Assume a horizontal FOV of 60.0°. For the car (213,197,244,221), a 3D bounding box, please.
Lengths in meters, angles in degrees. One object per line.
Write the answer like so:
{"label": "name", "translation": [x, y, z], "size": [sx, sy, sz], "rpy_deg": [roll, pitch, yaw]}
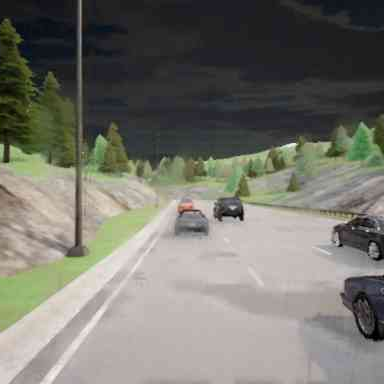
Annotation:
{"label": "car", "translation": [3.205, 1.477, 29.618], "size": [2.150, 2.045, 5.566], "rpy_deg": [0, 0, -2]}

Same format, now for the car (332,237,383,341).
{"label": "car", "translation": [3.601, 1.579, 3.572], "size": [2.033, 1.411, 5.357], "rpy_deg": [0, 0, 0]}

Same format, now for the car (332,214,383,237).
{"label": "car", "translation": [7.069, 1.616, 12.710], "size": [1.837, 1.490, 4.892], "rpy_deg": [0, 0, -1]}

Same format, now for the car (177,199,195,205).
{"label": "car", "translation": [-0.701, 1.700, 40.619], "size": [2.097, 1.767, 4.553], "rpy_deg": [0, -1, -2]}

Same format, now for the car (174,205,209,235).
{"label": "car", "translation": [-0.041, 1.737, 20.082], "size": [1.994, 1.385, 4.181], "rpy_deg": [0, 0, -1]}
